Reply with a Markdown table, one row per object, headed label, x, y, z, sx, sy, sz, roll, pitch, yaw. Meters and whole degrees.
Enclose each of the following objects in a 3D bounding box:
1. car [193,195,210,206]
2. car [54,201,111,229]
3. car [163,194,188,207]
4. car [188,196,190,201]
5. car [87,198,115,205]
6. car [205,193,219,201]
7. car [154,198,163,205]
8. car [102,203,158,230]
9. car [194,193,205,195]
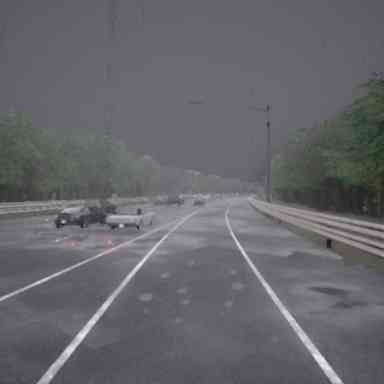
| label | x | y | z | sx | sy | sz | roll | pitch | yaw |
| --- | --- | --- | --- | --- | --- | --- | --- | --- | --- |
| car | 1.501 | 1.717 | 58.994 | 1.895 | 1.301 | 4.718 | 0 | 0 | 8 |
| car | -7.241 | 1.573 | 21.845 | 1.812 | 1.442 | 4.674 | 0 | 0 | 8 |
| car | -2.650 | 1.328 | 54.568 | 2.150 | 2.045 | 5.566 | 0 | 0 | 8 |
| car | -1.682 | 1.687 | 86.695 | 2.128 | 1.511 | 4.902 | 0 | 0 | 8 |
| car | -9.188 | 1.419 | 33.170 | 2.097 | 1.767 | 4.553 | 0 | 0 | 8 |
| car | 5.253 | 1.704 | 85.751 | 2.033 | 1.411 | 5.357 | 0 | 0 | 8 |
| car | -5.432 | 1.716 | 59.968 | 1.895 | 1.301 | 4.718 | 0 | 0 | 8 |
| car | -3.771 | 1.649 | 21.380 | 1.895 | 1.301 | 4.718 | 0 | 0 | 8 |
| car | 1.782 | 1.703 | 86.199 | 2.033 | 1.411 | 5.357 | 0 | 0 | 8 |
